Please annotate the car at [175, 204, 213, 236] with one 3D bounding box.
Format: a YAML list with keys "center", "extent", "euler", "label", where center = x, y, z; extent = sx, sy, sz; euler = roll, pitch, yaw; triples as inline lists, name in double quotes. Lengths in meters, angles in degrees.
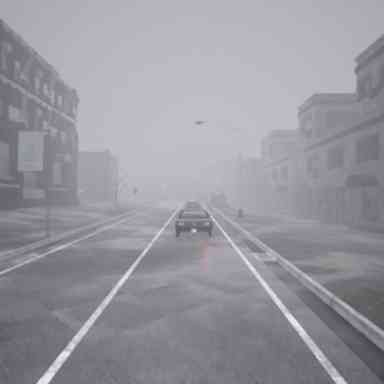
- center: [0.100, 1.570, 18.259]
  extent: [1.895, 1.301, 4.718]
  euler: [0, 0, 0]
  label: "car"

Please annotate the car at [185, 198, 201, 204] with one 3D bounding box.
- center: [0.100, 1.458, 40.454]
  extent: [1.812, 1.442, 4.674]
  euler: [0, 0, 0]
  label: "car"

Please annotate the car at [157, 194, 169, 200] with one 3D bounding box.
- center: [-6.899, 1.256, 78.131]
  extent: [1.882, 1.535, 5.008]
  euler: [0, 0, -22]
  label: "car"
